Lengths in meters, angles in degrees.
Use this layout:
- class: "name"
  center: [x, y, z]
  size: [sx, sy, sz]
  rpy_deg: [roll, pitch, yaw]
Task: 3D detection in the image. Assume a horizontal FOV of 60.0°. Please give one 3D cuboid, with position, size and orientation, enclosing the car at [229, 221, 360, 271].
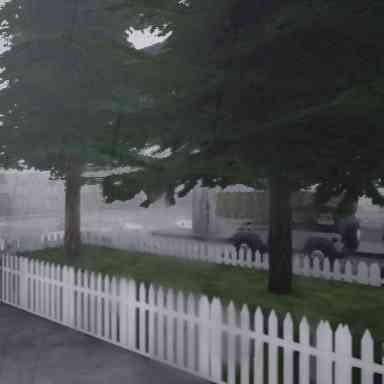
- class: "car"
  center: [3.268, 1.305, 10.785]
  size: [3.866, 1.878, 1.905]
  rpy_deg: [0, 0, 35]
